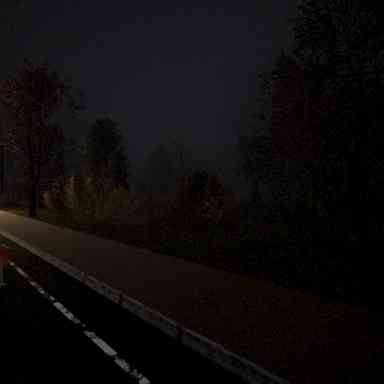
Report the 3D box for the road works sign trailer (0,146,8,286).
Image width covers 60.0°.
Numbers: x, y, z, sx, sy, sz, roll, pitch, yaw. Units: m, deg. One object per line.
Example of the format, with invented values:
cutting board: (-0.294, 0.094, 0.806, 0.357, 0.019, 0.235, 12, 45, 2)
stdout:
road works sign trailer: (-6.188, 0.464, 8.471, 2.380, 3.560, 2.880, 0, 0, -38)
